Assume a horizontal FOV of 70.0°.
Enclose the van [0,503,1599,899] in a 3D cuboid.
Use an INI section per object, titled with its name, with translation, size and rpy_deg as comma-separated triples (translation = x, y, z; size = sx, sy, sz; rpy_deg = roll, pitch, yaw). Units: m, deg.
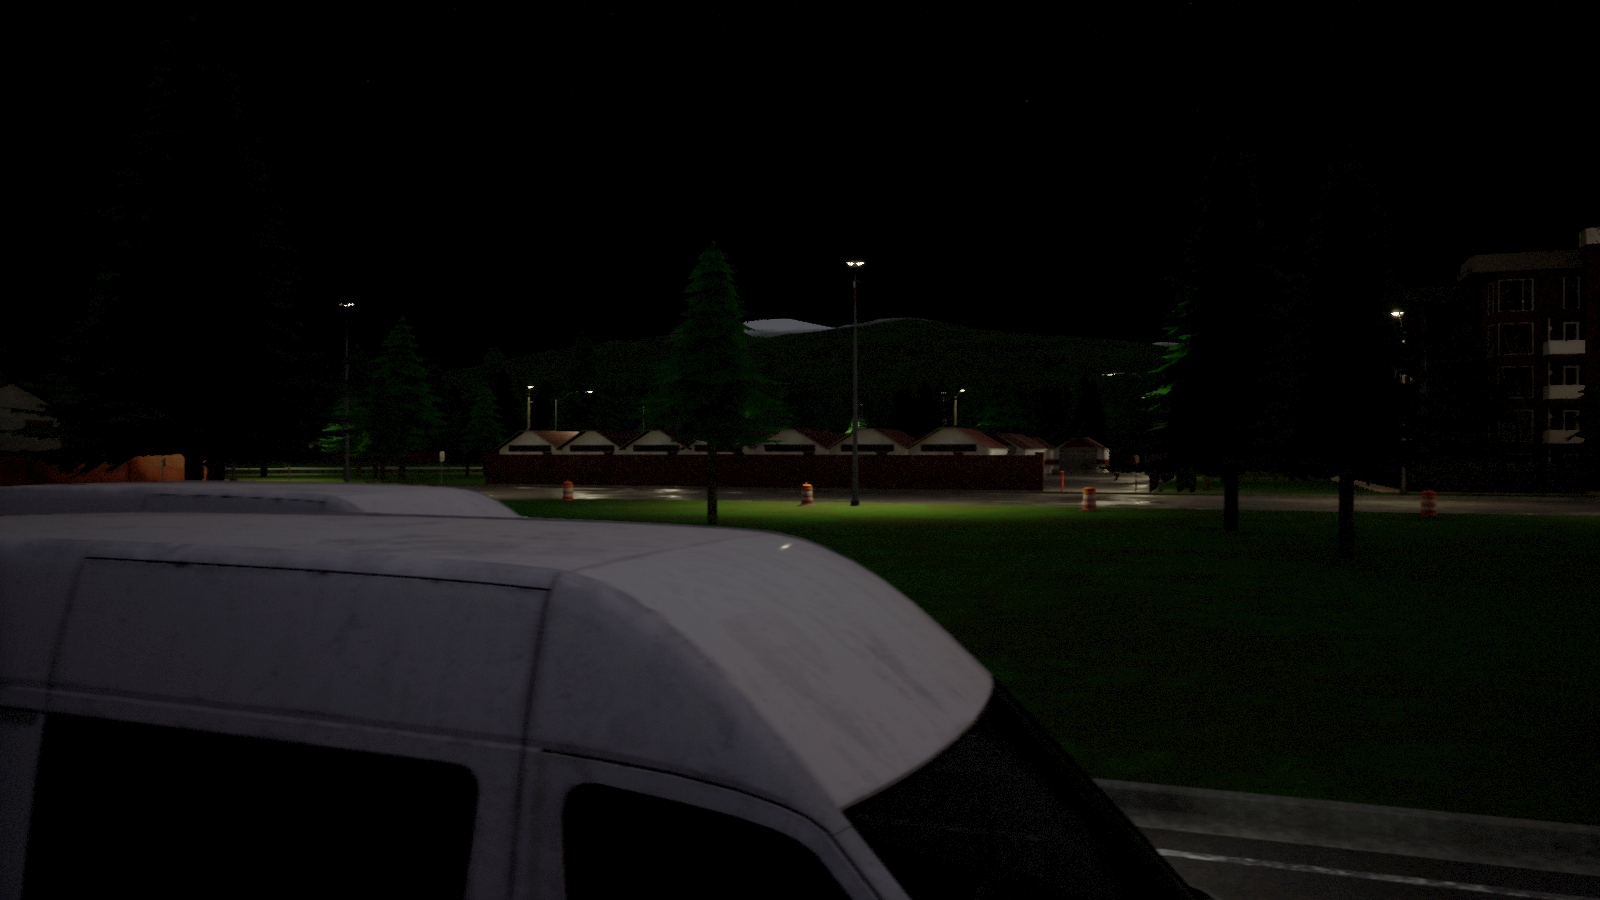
[van]
translation = -0.833, 1.536, 3.607
size = 5.915, 2.561, 1.988
rpy_deg = 0, 0, 20
